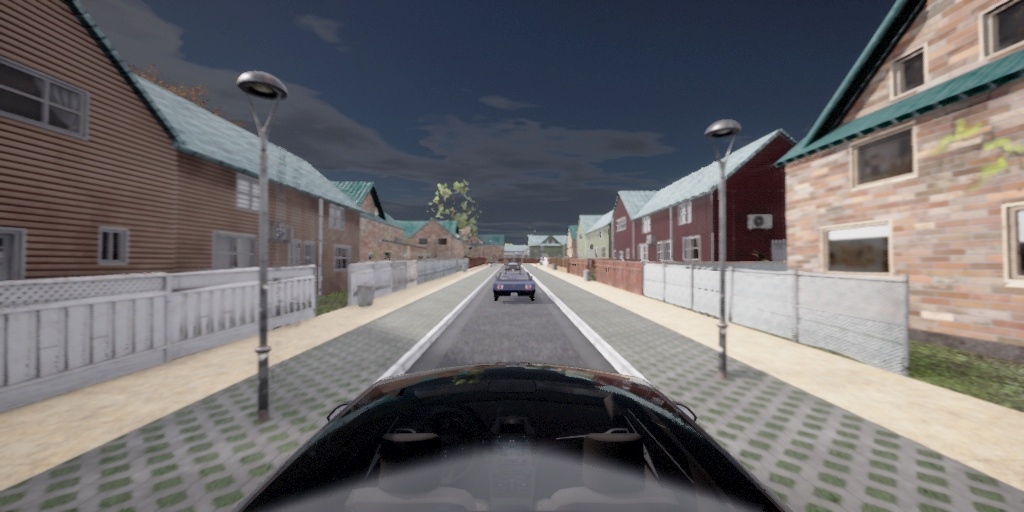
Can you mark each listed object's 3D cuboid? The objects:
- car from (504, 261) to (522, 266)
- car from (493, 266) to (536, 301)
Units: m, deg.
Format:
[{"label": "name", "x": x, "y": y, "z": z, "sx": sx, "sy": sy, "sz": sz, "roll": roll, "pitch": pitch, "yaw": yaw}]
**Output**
[{"label": "car", "x": 0.101, "y": 1.285, "z": 40.244, "sx": 1.812, "sy": 1.442, "sz": 4.674, "roll": 0, "pitch": 0, "yaw": 0}, {"label": "car", "x": 0.100, "y": 1.355, "z": 17.454, "sx": 1.895, "sy": 1.301, "sz": 4.718, "roll": 0, "pitch": 0, "yaw": 0}]
